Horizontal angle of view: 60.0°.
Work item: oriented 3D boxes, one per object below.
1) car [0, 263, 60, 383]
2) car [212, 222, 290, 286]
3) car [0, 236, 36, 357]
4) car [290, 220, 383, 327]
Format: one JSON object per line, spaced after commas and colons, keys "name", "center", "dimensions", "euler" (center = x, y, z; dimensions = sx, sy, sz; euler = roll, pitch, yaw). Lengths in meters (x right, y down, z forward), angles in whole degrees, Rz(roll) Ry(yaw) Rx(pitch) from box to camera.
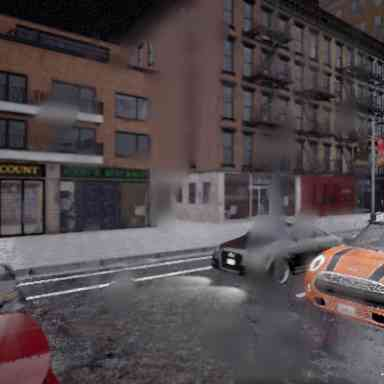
{"name": "car", "center": [-3.197, 1.480, 1.349], "dimensions": [5.008, 1.535, 1.882], "euler": [0, 0, -36]}
{"name": "car", "center": [2.599, 1.579, 9.559], "dimensions": [4.181, 1.385, 1.994], "euler": [0, 0, -36]}
{"name": "car", "center": [-5.028, 1.553, 4.075], "dimensions": [5.357, 1.411, 2.033], "euler": [0, 0, -36]}
{"name": "car", "center": [4.388, 1.364, 6.839], "dimensions": [4.553, 1.767, 2.097], "euler": [0, 0, -36]}
